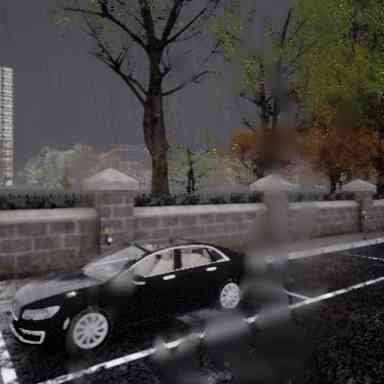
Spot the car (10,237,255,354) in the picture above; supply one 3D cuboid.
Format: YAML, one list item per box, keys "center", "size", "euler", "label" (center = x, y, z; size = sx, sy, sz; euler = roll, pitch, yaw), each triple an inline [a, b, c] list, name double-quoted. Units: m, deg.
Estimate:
- center: [-0.778, 1.549, 6.004]
  size: [4.403, 1.369, 2.008]
  euler: [0, 0, -35]
  label: "car"
